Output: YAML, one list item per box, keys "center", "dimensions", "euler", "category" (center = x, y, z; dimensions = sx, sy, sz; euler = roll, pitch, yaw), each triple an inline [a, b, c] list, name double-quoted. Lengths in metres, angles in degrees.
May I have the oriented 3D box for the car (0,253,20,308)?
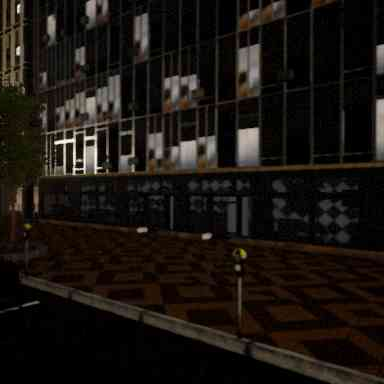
- center: [-5.060, 1.505, 6.482]
  dimensions: [4.313, 1.339, 1.947]
  euler: [1, 0, 35]
  category: "car"
